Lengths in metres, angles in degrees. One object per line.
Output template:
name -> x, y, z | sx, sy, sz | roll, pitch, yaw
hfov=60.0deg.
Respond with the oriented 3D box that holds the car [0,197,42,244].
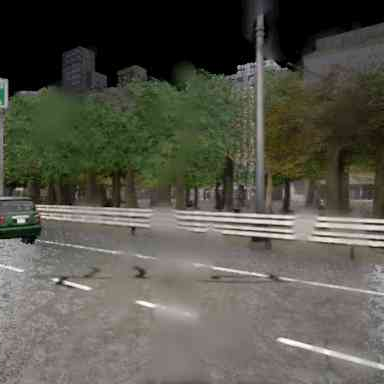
car -> -8.804, 1.220, 14.455 | 5.566, 2.045, 2.150 | 0, 0, 36
